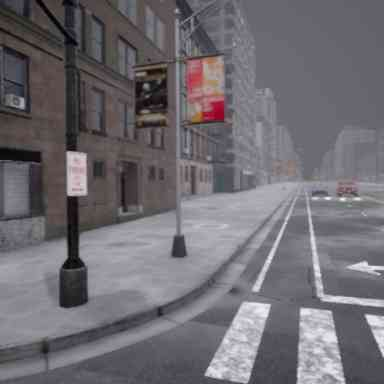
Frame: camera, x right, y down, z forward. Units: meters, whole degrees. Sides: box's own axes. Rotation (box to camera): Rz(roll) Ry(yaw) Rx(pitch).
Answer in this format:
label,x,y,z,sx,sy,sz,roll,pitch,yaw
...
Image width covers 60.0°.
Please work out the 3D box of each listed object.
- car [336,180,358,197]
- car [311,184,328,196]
label,x,y,z,sx,sy,sz,roll,pitch,yaw
car,19.895,-0.533,42.890,2.150,2.045,5.566,0,2,19
car,16.828,-0.273,43.965,1.882,1.535,5.008,0,2,19
